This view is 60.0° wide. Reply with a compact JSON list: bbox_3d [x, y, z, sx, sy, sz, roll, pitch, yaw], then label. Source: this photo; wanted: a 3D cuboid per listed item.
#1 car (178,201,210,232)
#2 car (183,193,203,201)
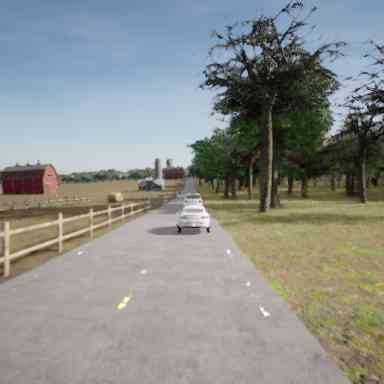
[{"bbox_3d":[0.109,1.524,20.207,1.812,1.442,4.674,0,0,0],"label":"car"},{"bbox_3d":[0.113,1.187,39.572,2.150,2.045,5.566,0,0,0],"label":"car"}]
